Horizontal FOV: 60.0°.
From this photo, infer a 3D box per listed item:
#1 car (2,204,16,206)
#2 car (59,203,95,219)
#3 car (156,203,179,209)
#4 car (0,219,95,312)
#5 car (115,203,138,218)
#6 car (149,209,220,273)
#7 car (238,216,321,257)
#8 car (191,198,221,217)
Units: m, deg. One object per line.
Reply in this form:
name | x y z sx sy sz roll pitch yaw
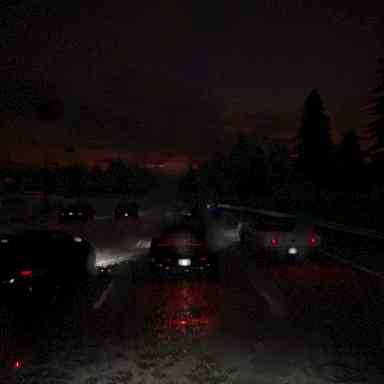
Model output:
car | -22.307 1.545 41.636 1.837 1.490 4.892 0 -1 -12
car | -8.683 1.561 25.442 2.033 1.411 5.357 0 0 -7
car | -2.181 1.601 29.422 1.895 1.301 4.718 0 0 -8
car | -3.673 1.570 7.808 1.994 1.385 4.181 0 0 -2
car | -5.770 1.608 29.763 1.895 1.301 4.718 0 0 -9
car | -0.311 1.504 10.725 1.837 1.490 4.892 0 0 -3
car | 3.084 1.593 12.859 1.895 1.301 4.718 0 0 -4
car | 1.191 1.345 30.310 2.097 1.767 4.553 0 0 -8
